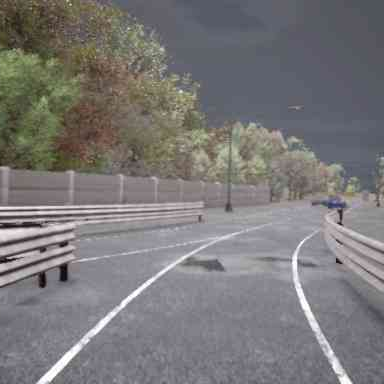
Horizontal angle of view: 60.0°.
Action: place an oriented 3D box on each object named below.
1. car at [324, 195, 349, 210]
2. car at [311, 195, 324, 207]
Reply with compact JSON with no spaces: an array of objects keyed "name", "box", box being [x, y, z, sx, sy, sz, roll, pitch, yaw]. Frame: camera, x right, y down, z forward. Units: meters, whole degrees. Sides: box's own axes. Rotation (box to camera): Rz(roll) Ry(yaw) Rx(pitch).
[{"name":"car","box":[21.374,1.555,49.182,2.150,2.045,5.566,2,0,28]},{"name":"car","box":[22.725,1.554,59.066,2.150,2.045,5.566,2,1,29]}]
